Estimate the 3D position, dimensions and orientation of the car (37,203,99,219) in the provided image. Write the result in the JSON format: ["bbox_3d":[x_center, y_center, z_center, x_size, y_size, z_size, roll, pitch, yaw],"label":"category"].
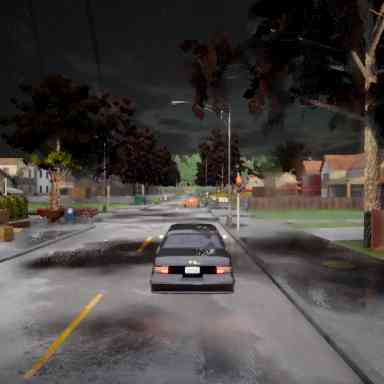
[{"bbox_3d":[-10.346,1.601,28.216,4.718,1.301,1.895,0,0,-3],"label":"car"}]

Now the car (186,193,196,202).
[{"bbox_3d":[-0.176,1.225,77.560,2.150,2.045,5.566,0,0,0],"label":"car"}]

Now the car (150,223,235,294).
[{"bbox_3d":[0.022,1.547,8.914,2.033,1.411,5.357,0,0,0],"label":"car"}]

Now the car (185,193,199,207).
[{"bbox_3d":[-0.034,1.352,50.563,2.097,1.767,4.553,0,0,0],"label":"car"}]
